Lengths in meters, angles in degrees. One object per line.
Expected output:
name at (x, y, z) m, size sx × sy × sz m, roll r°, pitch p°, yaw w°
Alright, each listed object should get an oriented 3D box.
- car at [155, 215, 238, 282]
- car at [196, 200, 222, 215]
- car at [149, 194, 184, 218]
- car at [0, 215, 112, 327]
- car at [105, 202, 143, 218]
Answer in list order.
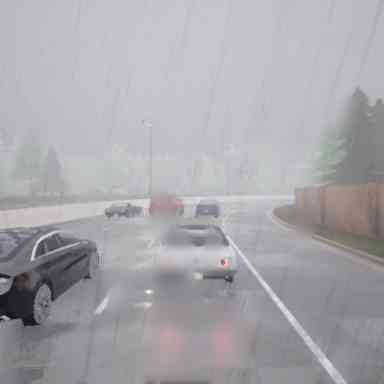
car at (0.101, 1.576, 9.601) m, size 1.895 × 1.301 × 4.718 m, roll 0°, pitch 0°, yaw 0°
car at (1.539, 1.403, 29.594) m, size 1.882 × 1.535 × 5.008 m, roll 0°, pitch 0°, yaw 9°
car at (-2.127, 1.149, 29.141) m, size 2.150 × 2.045 × 5.566 m, roll 0°, pitch 0°, yaw 9°
car at (-3.401, 1.475, 6.971) m, size 2.128 × 1.511 × 4.902 m, roll 0°, pitch 0°, yaw 0°
car at (-5.741, 1.530, 28.613) m, size 1.895 × 1.301 × 4.718 m, roll 0°, pitch 0°, yaw 8°
